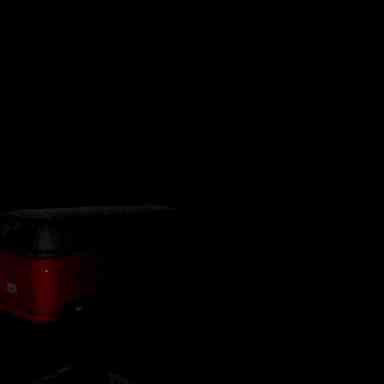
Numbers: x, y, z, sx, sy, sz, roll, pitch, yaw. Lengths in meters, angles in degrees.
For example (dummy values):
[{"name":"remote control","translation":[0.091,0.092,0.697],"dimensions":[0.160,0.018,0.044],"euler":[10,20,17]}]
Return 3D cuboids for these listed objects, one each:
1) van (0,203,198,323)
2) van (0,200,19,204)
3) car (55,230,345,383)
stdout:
[{"name":"van","translation":[-1.578,1.256,7.030],"dimensions":[1.878,1.987,4.442],"euler":[0,0,35]},{"name":"van","translation":[-8.355,1.289,11.587],"dimensions":[1.878,1.987,4.442],"euler":[0,0,35]},{"name":"car","translation":[0.694,1.509,5.231],"dimensions":[2.163,1.488,4.792],"euler":[0,0,35]}]
